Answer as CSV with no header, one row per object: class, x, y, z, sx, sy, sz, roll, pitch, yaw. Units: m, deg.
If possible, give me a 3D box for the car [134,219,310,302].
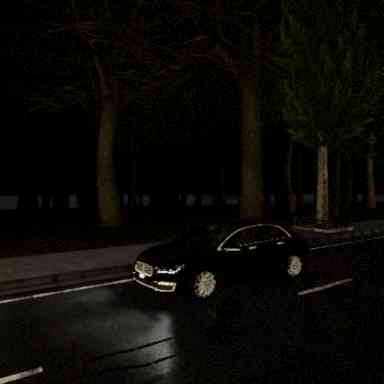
car,0.936,1.483,8.344,4.892,1.490,1.837,0,0,-36
